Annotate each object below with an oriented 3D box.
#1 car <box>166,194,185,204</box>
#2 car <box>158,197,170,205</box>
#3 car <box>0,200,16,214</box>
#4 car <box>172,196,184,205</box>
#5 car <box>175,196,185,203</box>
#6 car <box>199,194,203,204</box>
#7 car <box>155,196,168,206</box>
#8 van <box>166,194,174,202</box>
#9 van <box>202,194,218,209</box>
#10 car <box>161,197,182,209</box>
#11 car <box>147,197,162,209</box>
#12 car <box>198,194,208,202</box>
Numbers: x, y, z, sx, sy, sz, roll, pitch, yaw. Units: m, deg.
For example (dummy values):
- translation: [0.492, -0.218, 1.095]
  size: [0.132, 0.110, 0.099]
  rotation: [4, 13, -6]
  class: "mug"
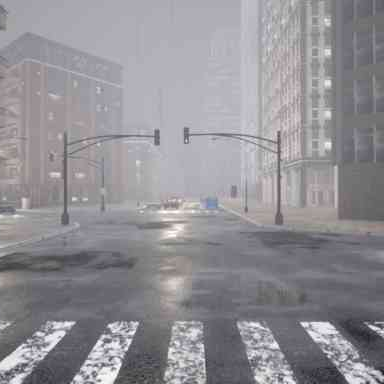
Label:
- translation: [-2.706, 1.415, 54.165]
  size: [2.097, 1.767, 4.553]
  rotation: [0, 0, 0]
  class: "car"
- translation: [-5.177, 1.650, 62.568]
  size: [1.947, 1.339, 4.313]
  rotation: [0, 0, 0]
  class: "car"
- translation: [-21.335, 1.669, 36.834]
  size: [5.008, 1.535, 1.882]
  rotation: [-1, -1, 41]
  class: "car"
- translation: [-2.658, 1.580, 64.005]
  size: [2.128, 1.511, 4.902]
  rotation: [0, 0, 1]
  class: "car"
- translation: [-2.590, 1.669, 73.887]
  size: [1.994, 1.385, 4.181]
  rotation: [0, 0, 0]
  class: "car"
- translation: [2.715, 1.644, 68.102]
  size: [1.887, 1.381, 4.507]
  rotation: [0, 0, 0]
  class: "car"
- translation: [-5.189, 1.510, 57.016]
  size: [1.967, 1.590, 4.097]
  rotation: [0, 0, 0]
  class: "car"
- translation: [-5.140, 1.474, 79.224]
  size: [1.690, 1.788, 3.998]
  rotation: [0, 0, 0]
  class: "van"
- translation: [2.668, 1.386, 45.893]
  size: [1.690, 1.788, 3.998]
  rotation: [0, 0, 0]
  class: "van"
- translation: [-2.731, 1.644, 45.039]
  size: [1.895, 1.301, 4.718]
  rotation: [0, 0, 0]
  class: "car"
- translation: [-5.213, 1.570, 45.740]
  size: [1.752, 1.417, 4.829]
  rotation: [0, 0, 0]
  class: "car"
- translation: [2.750, 1.467, 84.761]
  size: [2.192, 1.841, 5.009]
  rotation: [0, 0, 0]
  class: "car"
